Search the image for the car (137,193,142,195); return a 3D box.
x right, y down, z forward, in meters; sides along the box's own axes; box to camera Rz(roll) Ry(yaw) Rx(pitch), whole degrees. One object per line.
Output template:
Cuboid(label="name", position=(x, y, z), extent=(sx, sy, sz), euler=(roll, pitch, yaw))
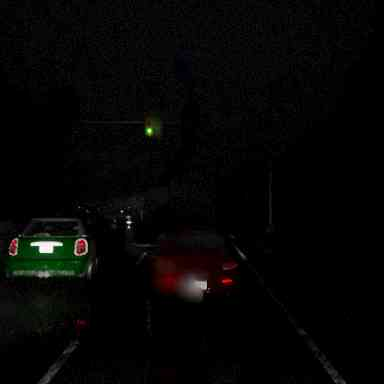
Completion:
Cuboid(label="car", position=(-10.076, 1.095, 64.802), extent=(1.837, 1.490, 4.892), euler=(0, 3, 1))

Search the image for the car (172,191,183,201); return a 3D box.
Cuboid(label="car", position=(-2.926, 0.984, 66.380), extent=(1.882, 1.535, 5.008), euler=(0, 3, 1))

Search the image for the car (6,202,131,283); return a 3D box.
Cuboid(label="car", position=(-3.360, 1.351, 9.824), extent=(2.097, 1.767, 4.553), euler=(0, 0, 0))

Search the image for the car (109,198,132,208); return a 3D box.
Cuboid(label="car", position=(-10.270, 1.547, 48.160), extent=(2.033, 1.411, 5.357), euler=(0, 0, 1))

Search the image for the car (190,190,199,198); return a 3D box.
Cuboid(label="car", position=(0.559, 0.472, 76.700), extent=(1.837, 1.490, 4.892), euler=(0, 3, 0))

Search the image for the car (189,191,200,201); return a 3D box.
Cuboid(label="car", position=(0.576, 0.844, 66.621), extent=(2.097, 1.767, 4.553), euler=(0, 3, 0))

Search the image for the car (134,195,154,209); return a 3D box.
Cuboid(label="car", position=(-6.805, 1.490, 44.094), extent=(2.128, 1.511, 4.902), euler=(0, 0, 0))

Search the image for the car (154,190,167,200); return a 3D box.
Cuboid(label="car", position=(-6.503, 0.584, 69.209), extent=(2.150, 2.045, 5.566), euler=(0, 3, 0))

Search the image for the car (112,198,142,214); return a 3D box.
Cuboid(label="car", position=(-6.880, 1.600, 34.934), extent=(1.895, 1.301, 4.718), euler=(0, 0, 0))

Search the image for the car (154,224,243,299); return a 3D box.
Cuboid(label="car", position=(0.132, 1.525, 8.333), extent=(1.812, 1.442, 4.674), euler=(0, 0, 0))

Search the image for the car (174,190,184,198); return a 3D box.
Cuboid(label="car", position=(-2.944, 0.509, 76.490), extent=(2.128, 1.511, 4.902), euler=(0, 3, 0))

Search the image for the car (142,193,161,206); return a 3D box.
Cuboid(label="car", position=(-6.715, 1.469, 54.184), extent=(1.837, 1.490, 4.892), euler=(0, 1, 0))
